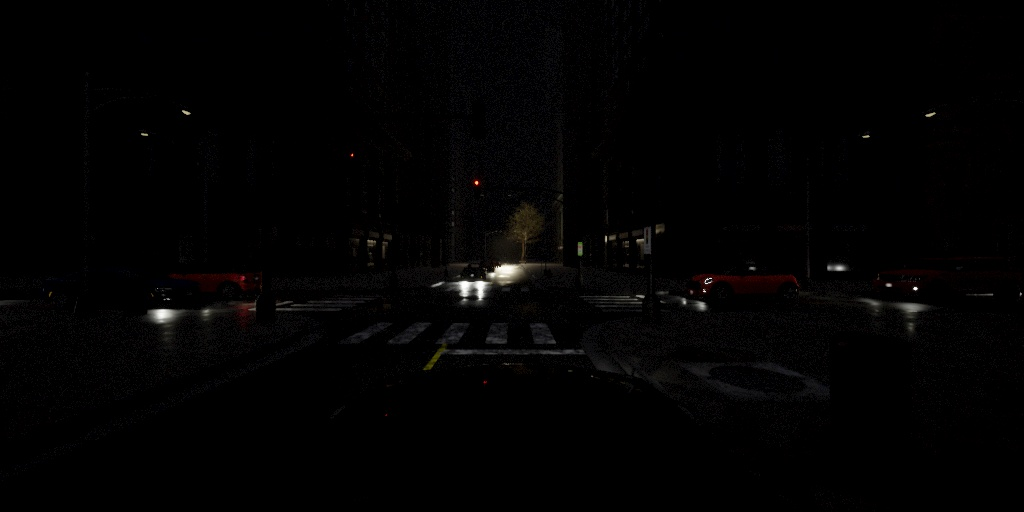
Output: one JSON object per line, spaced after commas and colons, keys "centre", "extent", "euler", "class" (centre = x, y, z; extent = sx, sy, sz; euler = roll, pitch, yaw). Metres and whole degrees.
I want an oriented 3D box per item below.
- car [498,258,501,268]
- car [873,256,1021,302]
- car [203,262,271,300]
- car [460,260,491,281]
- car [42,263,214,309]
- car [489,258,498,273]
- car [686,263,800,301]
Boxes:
{"centre": [-2.960, 1.142, 63.699], "extent": [2.097, 1.767, 4.553], "euler": [0, 0, 0], "class": "car"}
{"centre": [20.690, 1.038, 17.034], "extent": [5.566, 2.045, 2.150], "euler": [0, 0, 1], "class": "car"}
{"centre": [-14.211, 1.058, 16.967], "extent": [4.553, 1.767, 2.097], "euler": [0, 0, 0], "class": "car"}
{"centre": [-3.082, 1.312, 29.646], "extent": [1.994, 1.385, 4.181], "euler": [0, 0, 0], "class": "car"}
{"centre": [-14.903, 1.177, 13.863], "extent": [5.008, 1.535, 1.882], "euler": [0, 0, 2], "class": "car"}
{"centre": [-3.069, 1.237, 44.236], "extent": [1.882, 1.535, 5.008], "euler": [0, 0, 0], "class": "car"}
{"centre": [10.789, 1.138, 17.048], "extent": [4.553, 1.767, 2.097], "euler": [0, 0, 0], "class": "car"}
